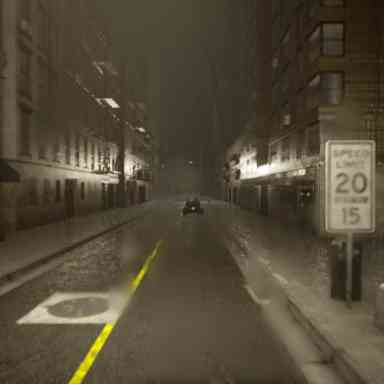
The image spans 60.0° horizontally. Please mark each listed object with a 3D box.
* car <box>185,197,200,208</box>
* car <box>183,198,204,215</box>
[{"bbox_3d":[0.122,1.459,45.750,1.994,1.385,4.181,0,0,0],"label":"car"},{"bbox_3d":[0.120,1.491,32.962,1.994,1.385,4.181,0,0,0],"label":"car"}]
